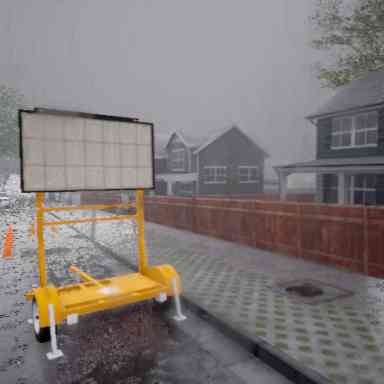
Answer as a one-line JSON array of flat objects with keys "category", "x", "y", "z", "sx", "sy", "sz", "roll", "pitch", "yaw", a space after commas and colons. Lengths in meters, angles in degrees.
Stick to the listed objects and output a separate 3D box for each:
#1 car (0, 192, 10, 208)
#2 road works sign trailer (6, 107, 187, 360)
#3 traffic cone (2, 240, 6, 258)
[{"category": "car", "x": -25.679, "y": 1.056, "z": 44.556, "sx": 2.150, "sy": 2.045, "sz": 5.566, "roll": -2, "pitch": 1, "yaw": -28}, {"category": "road works sign trailer", "x": -1.848, "y": 0.383, "z": 6.120, "sx": 2.380, "sy": 3.560, "sz": 2.880, "roll": -2, "pitch": 1, "yaw": -35}, {"category": "traffic cone", "x": -6.222, "y": 1.883, "z": 11.211, "sx": 0.340, "sy": 0.580, "sz": 0.340, "roll": -2, "pitch": 1, "yaw": -28}]
